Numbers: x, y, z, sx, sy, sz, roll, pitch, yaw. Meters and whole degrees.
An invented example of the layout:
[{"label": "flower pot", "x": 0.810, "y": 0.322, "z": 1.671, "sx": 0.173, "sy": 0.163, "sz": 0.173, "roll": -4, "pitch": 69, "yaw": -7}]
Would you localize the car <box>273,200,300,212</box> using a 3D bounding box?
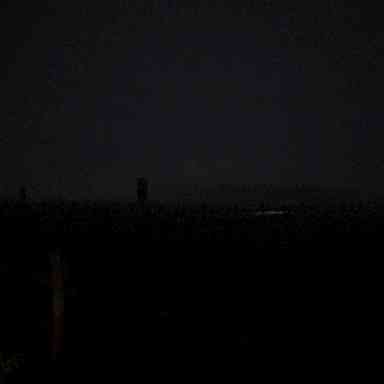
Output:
[{"label": "car", "x": 12.100, "y": 1.747, "z": 42.345, "sx": 1.812, "sy": 1.442, "sz": 4.674, "roll": 1, "pitch": 0, "yaw": 43}]
